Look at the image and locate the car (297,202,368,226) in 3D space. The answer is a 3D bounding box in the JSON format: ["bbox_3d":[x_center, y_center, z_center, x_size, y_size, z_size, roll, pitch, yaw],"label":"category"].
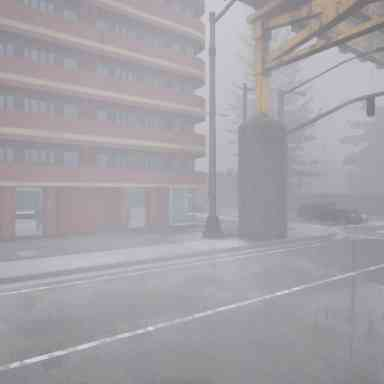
[{"bbox_3d":[9.782,1.495,23.455,2.128,1.511,4.902,0,0,-34],"label":"car"}]

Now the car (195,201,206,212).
[{"bbox_3d":[-0.366,1.567,37.895,1.812,1.442,4.674,0,0,-36],"label":"car"}]
